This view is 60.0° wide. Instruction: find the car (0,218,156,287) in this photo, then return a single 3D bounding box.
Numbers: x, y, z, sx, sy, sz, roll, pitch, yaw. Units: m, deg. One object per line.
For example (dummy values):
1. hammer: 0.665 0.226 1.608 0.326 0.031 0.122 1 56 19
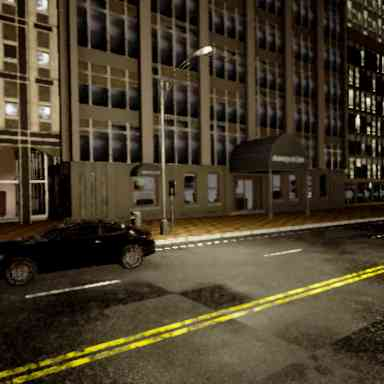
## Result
1. car: -3.244 1.488 9.348 4.674 1.442 1.812 0 0 -35
